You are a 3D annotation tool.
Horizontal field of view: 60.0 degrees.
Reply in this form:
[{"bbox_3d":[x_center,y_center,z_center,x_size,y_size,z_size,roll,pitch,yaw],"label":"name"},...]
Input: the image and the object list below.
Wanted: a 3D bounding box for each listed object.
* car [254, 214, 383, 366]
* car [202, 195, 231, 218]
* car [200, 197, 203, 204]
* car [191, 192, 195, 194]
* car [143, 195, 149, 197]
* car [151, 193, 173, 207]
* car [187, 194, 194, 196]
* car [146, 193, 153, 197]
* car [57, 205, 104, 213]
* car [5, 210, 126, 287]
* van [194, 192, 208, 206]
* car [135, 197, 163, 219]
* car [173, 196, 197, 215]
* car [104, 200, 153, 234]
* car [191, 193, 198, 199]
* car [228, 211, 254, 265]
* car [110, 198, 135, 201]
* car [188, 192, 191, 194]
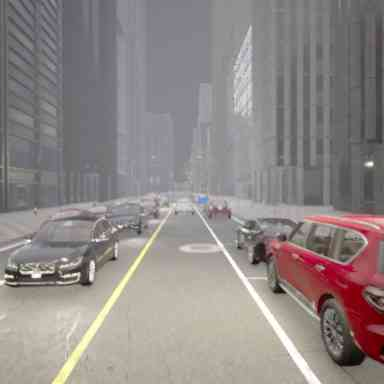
[{"bbox_3d":[2.741,1.285,5.715,2.192,1.841,5.009,0,0,-1],"label":"car"},{"bbox_3d":[2.179,1.329,28.267,1.967,1.590,4.097,0,0,-1],"label":"car"},{"bbox_3d":[2.038,1.450,33.907,1.802,1.307,4.206,0,0,-1],"label":"car"},{"bbox_3d":[1.197,1.227,67.940,1.752,1.417,4.829,0,1,0],"label":"car"},{"bbox_3d":[-6.626,1.431,39.355,2.008,1.369,4.403,0,0,-1],"label":"car"},{"bbox_3d":[-4.146,1.337,46.888,2.128,1.511,4.902,0,0,-1],"label":"car"},{"bbox_3d":[-1.077,1.392,46.033,1.994,1.385,4.181,0,0,-1],"label":"car"},{"bbox_3d":[-7.048,1.116,56.267,2.192,1.841,5.009,0,0,-1],"label":"car"},{"bbox_3d":[-6.063,1.508,16.805,1.887,1.381,4.507,0,0,-1],"label":"car"},{"bbox_3d":[-3.309,1.485,9.372,1.837,1.490,4.892,0,0,-1],"label":"car"},{"bbox_3d":[1.617,1.136,50.820,1.690,1.788,3.998,0,0,-1],"label":"van"},{"bbox_3d":[-3.741,1.437,28.589,1.812,1.442,4.674,0,0,-1],"label":"car"},{"bbox_3d":[-0.727,1.409,32.702,1.812,1.442,4.674,0,0,-1],"label":"car"},{"bbox_3d":[-3.536,1.451,18.734,1.837,1.490,4.892,0,0,-1],"label":"car"},{"bbox_3d":[0.631,1.024,90.287,1.967,1.590,4.097,0,0,-1],"label":"car"},{"bbox_3d":[2.601,1.515,11.354,1.947,1.339,4.313,0,0,-1],"label":"car"},{"bbox_3d":[-6.345,1.363,28.080,1.967,1.590,4.097,0,0,-1],"label":"car"},{"bbox_3d":[0.772,1.050,84.650,1.967,1.590,4.097,0,0,-1],"label":"car"}]
